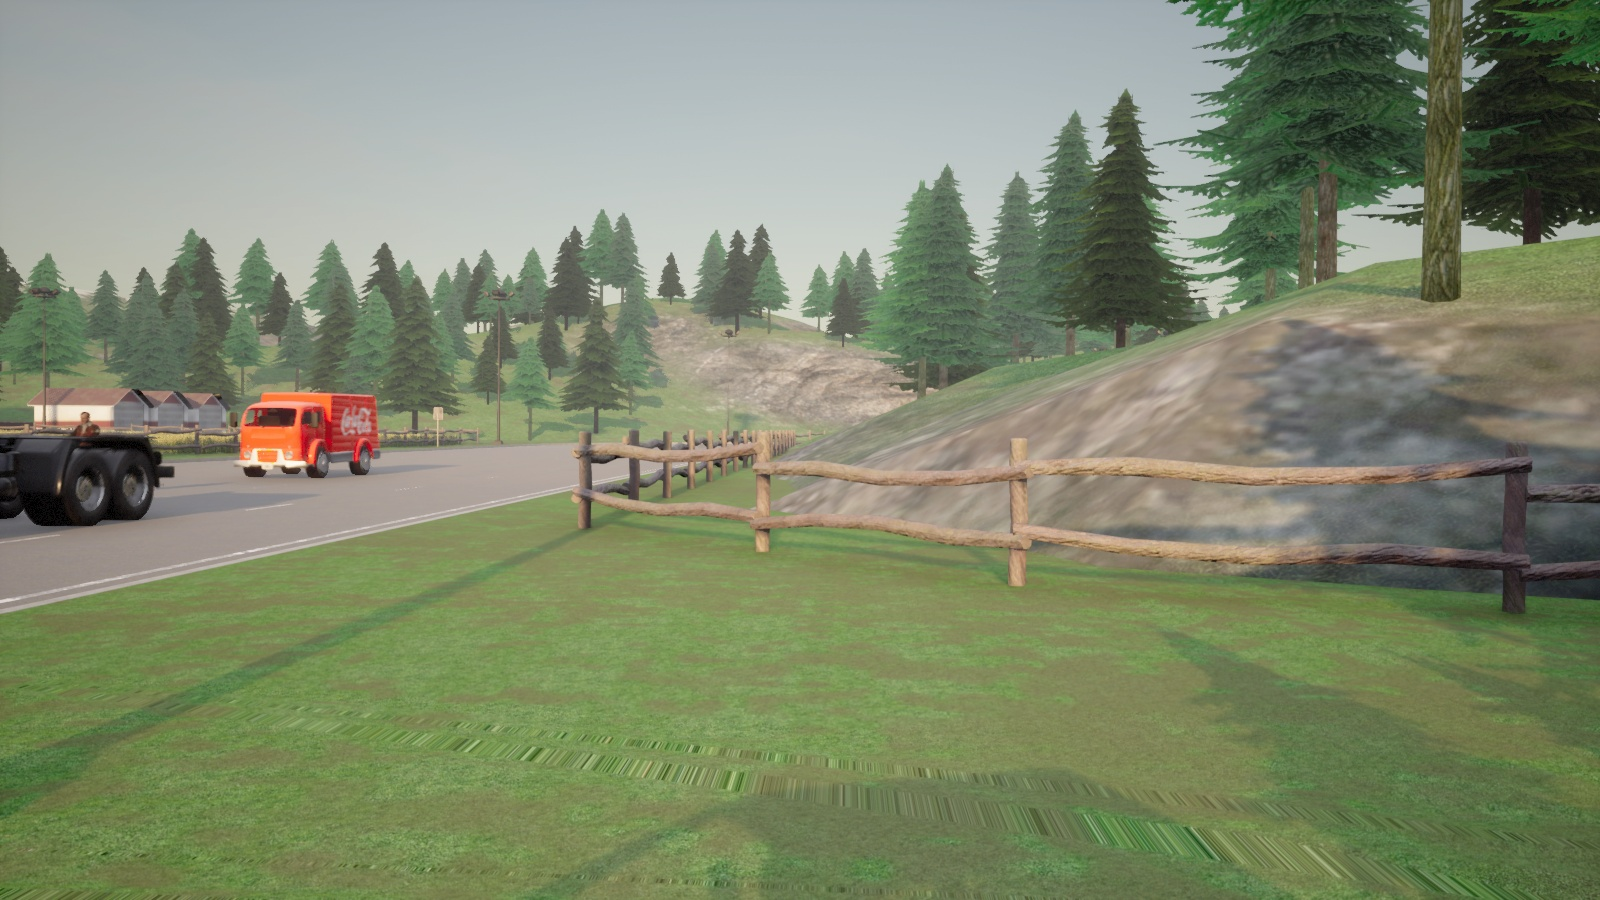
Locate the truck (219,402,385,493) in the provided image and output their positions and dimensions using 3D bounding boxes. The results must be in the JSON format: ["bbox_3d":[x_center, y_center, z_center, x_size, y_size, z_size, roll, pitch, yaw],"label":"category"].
[{"bbox_3d":[-14.539,-0.147,37.093,2.627,2.467,5.204,-1,2,2],"label":"truck"}]

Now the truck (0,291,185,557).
[{"bbox_3d":[-11.833,-0.332,16.932,2.891,3.462,7.936,-1,1,2],"label":"truck"}]
